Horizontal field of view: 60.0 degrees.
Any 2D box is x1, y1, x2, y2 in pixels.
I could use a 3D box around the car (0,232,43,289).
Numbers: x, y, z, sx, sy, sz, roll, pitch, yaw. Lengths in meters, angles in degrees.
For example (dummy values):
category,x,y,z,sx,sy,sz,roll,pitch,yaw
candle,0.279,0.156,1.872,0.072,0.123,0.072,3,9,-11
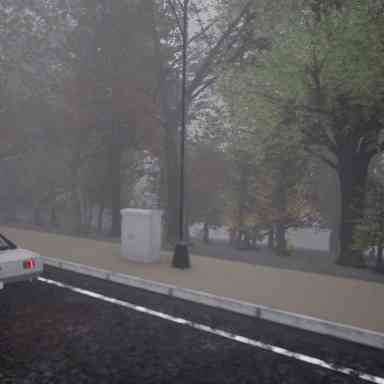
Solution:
category,x,y,z,sx,sy,sz,roll,pitch,yaw
car,-5.535,1.489,7.637,4.718,1.301,1.895,1,0,36
